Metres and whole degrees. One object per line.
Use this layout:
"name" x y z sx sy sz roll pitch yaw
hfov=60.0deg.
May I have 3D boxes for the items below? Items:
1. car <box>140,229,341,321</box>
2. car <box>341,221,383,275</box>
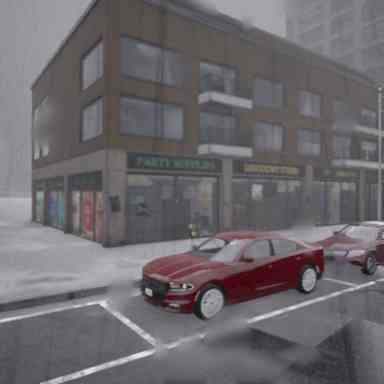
"car" 1.060 1.559 7.286 4.507 1.381 1.887 0 0 -35
"car" 5.558 1.611 10.495 4.206 1.307 1.802 0 0 -35
